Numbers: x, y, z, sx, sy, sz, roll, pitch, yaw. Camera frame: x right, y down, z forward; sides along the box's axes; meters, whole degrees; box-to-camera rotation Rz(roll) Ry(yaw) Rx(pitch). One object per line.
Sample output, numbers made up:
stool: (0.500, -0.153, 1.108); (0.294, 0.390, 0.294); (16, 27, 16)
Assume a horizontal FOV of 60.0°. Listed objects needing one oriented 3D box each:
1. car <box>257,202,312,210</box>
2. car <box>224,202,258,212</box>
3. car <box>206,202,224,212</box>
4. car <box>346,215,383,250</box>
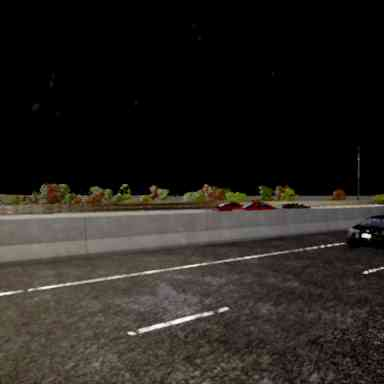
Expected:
car: (7.840, 1.679, 26.795); (4.892, 1.490, 1.837); (1, 0, -35)
car: (5.552, 1.649, 29.462); (5.008, 1.535, 1.882); (1, 0, -36)
car: (3.508, 1.697, 32.302); (4.674, 1.442, 1.812); (1, 0, -35)
car: (8.382, 1.683, 14.036); (4.181, 1.385, 1.994); (1, 0, -36)
